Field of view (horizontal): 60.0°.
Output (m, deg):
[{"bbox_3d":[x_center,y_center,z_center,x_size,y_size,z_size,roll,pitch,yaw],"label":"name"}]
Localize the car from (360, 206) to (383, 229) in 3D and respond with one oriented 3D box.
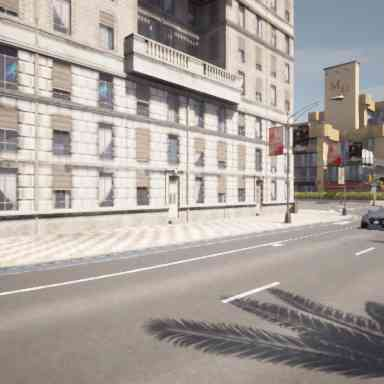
[{"bbox_3d":[11.986,1.564,20.462,4.181,1.385,1.994,0,0,-44],"label":"car"}]
